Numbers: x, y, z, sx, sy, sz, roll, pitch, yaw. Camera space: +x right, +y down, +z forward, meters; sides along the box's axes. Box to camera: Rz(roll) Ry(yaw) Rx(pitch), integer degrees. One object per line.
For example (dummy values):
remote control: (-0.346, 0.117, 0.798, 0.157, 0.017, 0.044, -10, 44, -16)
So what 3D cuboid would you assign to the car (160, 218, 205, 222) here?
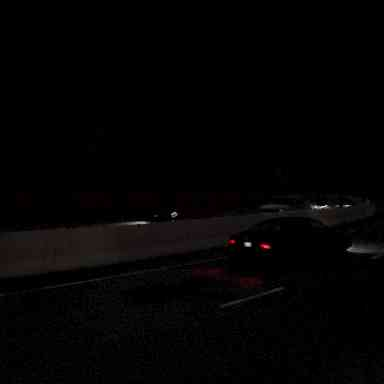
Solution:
car: (-0.317, 1.407, 22.406, 4.553, 1.767, 2.097, 0, 0, -45)

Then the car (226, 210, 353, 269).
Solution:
car: (3.488, 1.569, 11.290, 5.357, 1.411, 2.033, 0, 0, -42)
